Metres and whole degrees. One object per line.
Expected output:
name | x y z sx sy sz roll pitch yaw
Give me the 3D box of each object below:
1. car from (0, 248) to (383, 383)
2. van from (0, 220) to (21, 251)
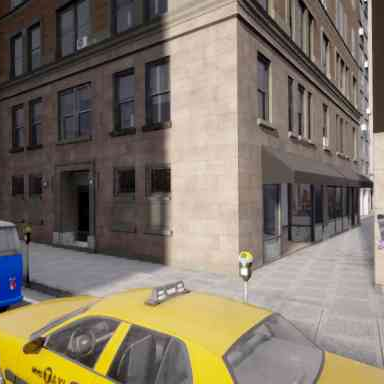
car | -0.432 1.526 3.168 4.829 1.417 1.752 0 -1 36
van | -4.908 1.342 6.371 3.998 1.788 1.690 0 -1 36
